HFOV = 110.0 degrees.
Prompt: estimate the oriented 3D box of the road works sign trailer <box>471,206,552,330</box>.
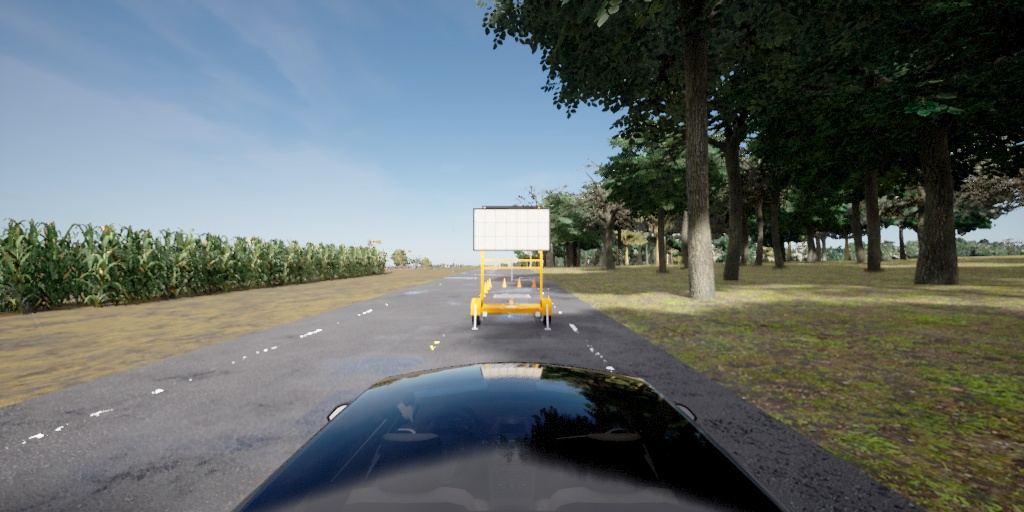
[{"bbox_3d":[-0.005,0.246,11.250,2.380,3.560,2.880,0,0,1],"label":"road works sign trailer"}]
